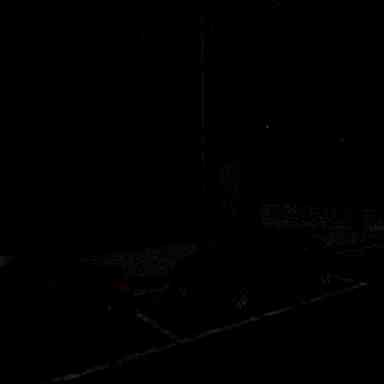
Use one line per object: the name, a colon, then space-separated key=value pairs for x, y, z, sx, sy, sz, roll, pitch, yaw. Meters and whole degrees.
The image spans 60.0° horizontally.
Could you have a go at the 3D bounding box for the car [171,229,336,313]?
car: x=1.583 y=1.565 z=7.663 sx=4.313 sy=1.339 sz=1.947 roll=0 pitch=0 yaw=-35

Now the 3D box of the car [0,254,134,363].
car: x=-2.855 y=1.582 z=4.498 sx=4.206 sy=1.307 sz=1.802 roll=0 pitch=0 yaw=-35
